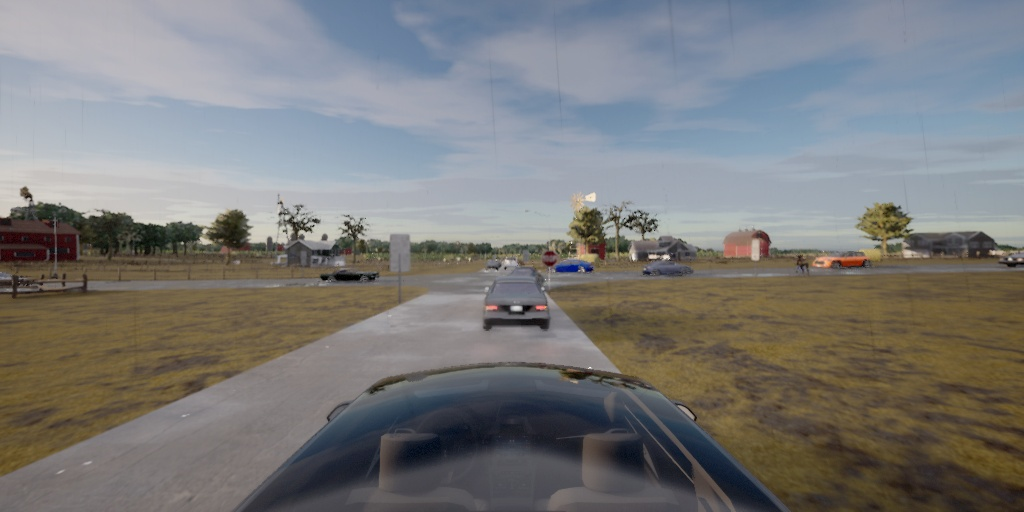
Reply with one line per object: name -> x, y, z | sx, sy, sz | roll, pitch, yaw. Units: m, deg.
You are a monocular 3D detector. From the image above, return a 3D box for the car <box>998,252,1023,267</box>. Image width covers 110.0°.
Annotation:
car -> 47.367, 0.313, 32.261 | 5.357, 1.411, 2.033 | -1, 1, 0

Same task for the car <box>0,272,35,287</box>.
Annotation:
car -> -46.291, 2.143, 32.085 | 5.357, 1.411, 2.033 | 0, 1, 0

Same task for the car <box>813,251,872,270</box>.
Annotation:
car -> 32.947, 0.371, 35.881 | 4.553, 1.767, 2.097 | -1, 1, 0

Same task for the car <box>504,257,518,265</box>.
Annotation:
car -> -0.157, 1.163, 60.193 | 2.150, 2.045, 5.566 | 0, 0, 0

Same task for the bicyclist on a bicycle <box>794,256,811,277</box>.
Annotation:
bicyclist on a bicycle -> 22.843, 0.822, 28.277 | 0.582, 1.620, 1.656 | -1, 0, 0

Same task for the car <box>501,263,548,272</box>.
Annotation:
car -> 0.878, 1.371, 22.866 | 1.994, 1.385, 4.181 | 0, 0, 12

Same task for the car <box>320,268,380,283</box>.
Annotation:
car -> -14.400, 1.729, 32.114 | 4.718, 1.301, 1.895 | -1, 1, 0

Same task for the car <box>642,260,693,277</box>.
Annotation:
car -> 13.916, 1.085, 32.159 | 4.181, 1.385, 1.994 | -1, 1, 0

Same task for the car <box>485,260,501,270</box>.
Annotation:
car -> -3.005, 1.424, 54.494 | 1.837, 1.490, 4.892 | 0, 0, -1

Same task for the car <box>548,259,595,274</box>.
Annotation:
car -> 6.107, 1.088, 37.473 | 5.008, 1.535, 1.882 | -1, 2, 25

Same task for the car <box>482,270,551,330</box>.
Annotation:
car -> 0.098, 1.321, 11.159 | 2.033, 1.411, 5.357 | 0, 0, 0
